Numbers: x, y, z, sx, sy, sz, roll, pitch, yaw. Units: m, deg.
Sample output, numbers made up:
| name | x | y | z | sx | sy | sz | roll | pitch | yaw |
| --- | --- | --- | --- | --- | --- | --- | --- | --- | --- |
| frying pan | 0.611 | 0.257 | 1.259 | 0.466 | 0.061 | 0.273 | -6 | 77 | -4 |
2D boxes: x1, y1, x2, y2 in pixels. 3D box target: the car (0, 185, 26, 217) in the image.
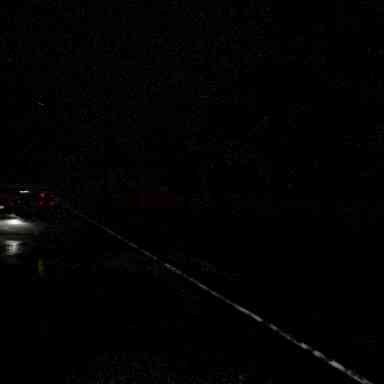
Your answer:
| name | x | y | z | sx | sy | sz | roll | pitch | yaw |
| --- | --- | --- | --- | --- | --- | --- | --- | --- | --- |
| car | -13.135 | 0.525 | 23.403 | 2.150 | 2.045 | 5.566 | 3 | 0 | -26 |

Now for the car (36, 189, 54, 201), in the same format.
| name | x | y | z | sx | sy | sz | roll | pitch | yaw |
| --- | --- | --- | --- | --- | --- | --- | --- | --- | --- |
| car | -20.185 | 0.481 | 46.133 | 1.812 | 1.442 | 4.674 | 3 | 0 | -26 |
